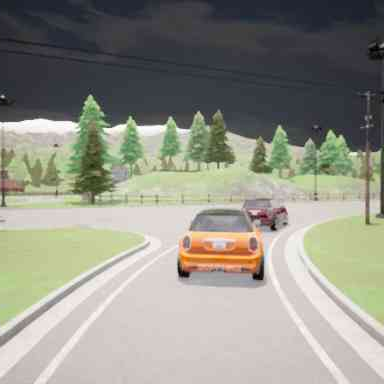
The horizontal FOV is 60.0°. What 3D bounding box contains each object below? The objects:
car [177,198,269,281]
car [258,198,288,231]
[{"bbox_3d":[0.943,1.227,9.787,2.097,1.767,4.553,0,1,9],"label":"car"},{"bbox_3d":[4.142,1.110,19.122,2.097,1.767,4.553,0,1,26],"label":"car"}]
